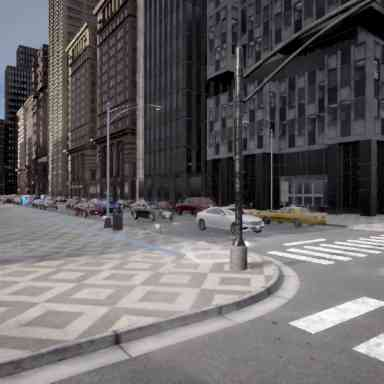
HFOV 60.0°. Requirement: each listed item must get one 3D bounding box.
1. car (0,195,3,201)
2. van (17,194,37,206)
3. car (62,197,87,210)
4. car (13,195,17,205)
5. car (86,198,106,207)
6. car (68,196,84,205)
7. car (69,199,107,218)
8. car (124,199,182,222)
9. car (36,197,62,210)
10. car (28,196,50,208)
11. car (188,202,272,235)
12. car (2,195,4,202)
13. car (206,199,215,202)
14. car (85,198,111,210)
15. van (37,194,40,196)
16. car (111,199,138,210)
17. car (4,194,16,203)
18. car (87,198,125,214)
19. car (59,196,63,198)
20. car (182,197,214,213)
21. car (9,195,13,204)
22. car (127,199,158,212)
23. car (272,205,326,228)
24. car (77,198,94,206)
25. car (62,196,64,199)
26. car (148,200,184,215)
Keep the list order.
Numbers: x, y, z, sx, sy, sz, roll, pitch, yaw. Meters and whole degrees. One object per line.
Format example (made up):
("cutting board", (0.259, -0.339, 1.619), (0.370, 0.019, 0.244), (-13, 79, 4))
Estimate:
("car", (-45.421, 1.690, 81.811), (1.967, 1.590, 4.097), (0, 0, -35))
("van", (-29.246, 1.505, 58.944), (1.690, 1.788, 3.998), (0, 0, -35))
("car", (-14.888, 1.676, 43.314), (1.994, 1.385, 4.181), (0, 0, -38))
("car", (-32.383, 1.706, 63.378), (1.752, 1.417, 4.829), (0, 0, -35))
("car", (-15.825, 1.727, 54.733), (1.947, 1.339, 4.313), (0, 0, -35))
("car", (-22.295, 1.635, 63.879), (1.967, 1.590, 4.097), (0, 0, -35))
("car", (-9.835, 1.612, 31.502), (1.887, 1.381, 4.507), (0, 0, -35))
("car", (-3.232, 1.548, 26.786), (2.128, 1.511, 4.902), (0, 0, -35))
("car", (-19.540, 1.697, 45.223), (1.802, 1.307, 4.206), (0, 0, -35))
("car", (-22.775, 1.713, 49.796), (1.802, 1.307, 4.206), (0, 0, -35))
("car", (2.054, 1.557, 19.273), (1.812, 1.442, 4.674), (0, 0, -37))
("car", (-42.186, 1.814, 77.237), (1.802, 1.307, 4.206), (0, 0, -35))
("car", (3.487, 1.594, 27.432), (1.752, 1.417, 4.829), (0, 0, -35))
("car", (-13.142, 1.605, 46.248), (1.882, 1.535, 5.008), (0, 0, -35))
("van", (-38.470, 1.622, 86.746), (1.690, 1.788, 3.998), (0, 0, -35))
("car", (-9.355, 1.680, 45.586), (2.008, 1.369, 4.403), (0, 0, -35))
("car", (-38.951, 1.530, 72.665), (2.192, 1.841, 5.009), (0, 0, -35))
("car", (-9.101, 1.562, 35.097), (1.882, 1.535, 5.008), (0, 0, -35))
("car", (-28.764, 1.669, 73.025), (1.967, 1.590, 4.097), (0, 0, -35))
("car", (0.350, 1.398, 31.867), (2.192, 1.841, 5.009), (0, 0, -35))
("car", (-35.716, 1.780, 68.090), (1.802, 1.307, 4.206), (0, 0, -35))
("car", (-6.218, 1.640, 41.152), (1.752, 1.417, 4.829), (0, 0, -35))
("car", (6.722, 1.578, 22.859), (1.752, 1.417, 4.829), (0, 0, -35))
("car", (-19.060, 1.760, 59.306), (1.802, 1.307, 4.206), (0, 0, -35))
("car", (-19.193, 1.705, 54.714), (2.033, 1.411, 5.357), (0, 0, -35))
("car", (-2.885, 1.643, 36.440), (1.887, 1.381, 4.507), (0, 0, -35))
